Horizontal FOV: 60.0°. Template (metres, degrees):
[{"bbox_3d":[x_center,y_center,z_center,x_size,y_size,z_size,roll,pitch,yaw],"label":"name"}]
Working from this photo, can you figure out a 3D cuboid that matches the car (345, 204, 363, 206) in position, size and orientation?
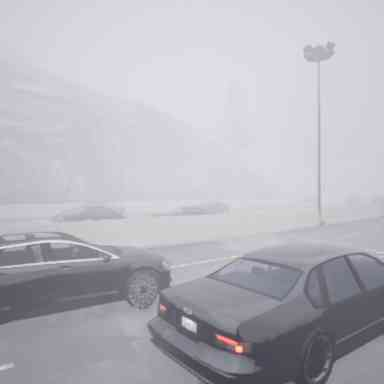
[{"bbox_3d":[26.030,1.345,53.127,2.097,1.767,4.553,0,0,38],"label":"car"}]

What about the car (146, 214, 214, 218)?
[{"bbox_3d":[-0.647,1.620,21.291,4.718,1.301,1.895,0,0,-39],"label":"car"}]

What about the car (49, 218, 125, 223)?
[{"bbox_3d":[-6.538,1.558,21.094,4.674,1.442,1.812,0,0,-38],"label":"car"}]

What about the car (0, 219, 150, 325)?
[{"bbox_3d":[-2.655,1.503,6.263,4.902,1.511,2.128,0,0,-36],"label":"car"}]

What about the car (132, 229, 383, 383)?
[{"bbox_3d":[1.970,1.548,5.294,5.357,1.411,2.033,0,0,-37],"label":"car"}]

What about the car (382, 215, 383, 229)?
[{"bbox_3d":[12.131,1.464,18.150,5.008,1.535,1.882,0,0,-41],"label":"car"}]
